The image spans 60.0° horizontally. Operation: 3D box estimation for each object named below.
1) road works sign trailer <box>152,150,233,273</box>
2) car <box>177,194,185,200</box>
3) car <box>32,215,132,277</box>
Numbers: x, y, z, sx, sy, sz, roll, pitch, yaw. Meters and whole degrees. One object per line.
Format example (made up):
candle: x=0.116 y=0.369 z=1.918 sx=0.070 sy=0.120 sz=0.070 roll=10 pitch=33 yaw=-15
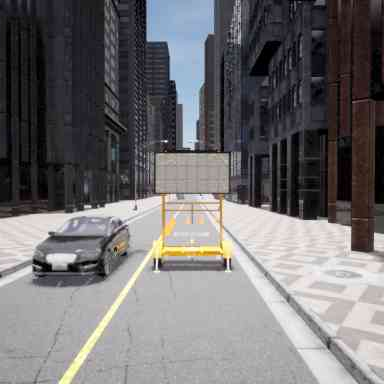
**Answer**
road works sign trailer: x=0.009 y=0.462 z=10.671 sx=2.380 sy=3.560 sz=2.880 roll=0 pitch=0 yaw=0
car: x=-3.105 y=1.305 z=91.309 sx=2.097 sy=1.767 sz=4.553 roll=0 pitch=0 yaw=0
car: x=-3.112 y=1.489 z=10.274 sx=2.128 sy=1.511 sz=4.902 roll=0 pitch=0 yaw=0
